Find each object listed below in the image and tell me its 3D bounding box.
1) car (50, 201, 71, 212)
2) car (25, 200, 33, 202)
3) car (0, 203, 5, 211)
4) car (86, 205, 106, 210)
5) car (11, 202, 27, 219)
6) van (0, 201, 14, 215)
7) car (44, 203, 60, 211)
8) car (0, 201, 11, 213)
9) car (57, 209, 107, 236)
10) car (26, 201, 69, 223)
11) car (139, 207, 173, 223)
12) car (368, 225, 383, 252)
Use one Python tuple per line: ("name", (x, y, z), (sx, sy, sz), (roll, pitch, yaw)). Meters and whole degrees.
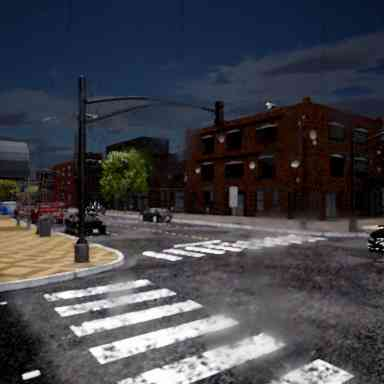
("car", (-23.206, 2.475, 58.420), (2.192, 1.841, 5.009), (-1, 0, -36))
("car", (-39.551, 2.939, 80.745), (2.192, 1.841, 5.009), (-1, 0, -36))
("car", (-36.408, 2.847, 62.270), (1.752, 1.417, 4.829), (-1, 0, -36))
("car", (-12.950, 2.419, 44.437), (2.008, 1.369, 4.403), (-1, 0, -36))
("car", (-19.743, 2.288, 39.487), (1.967, 1.590, 4.097), (-1, 0, -36))
("van", (-26.704, 2.388, 49.012), (1.690, 1.788, 3.998), (-1, 0, -36))
("car", (-26.571, 2.781, 63.021), (1.752, 1.417, 4.829), (-1, 0, -36))
("car", (-33.242, 2.547, 57.943), (2.192, 1.841, 5.009), (-1, 0, -36))
("car", (-7.189, 2.053, 22.144), (1.947, 1.339, 4.313), (-1, 0, -36))
("car", (-13.280, 1.977, 30.505), (2.192, 1.841, 5.009), (-1, 0, -36))
("car", (-3.483, 2.152, 31.706), (2.008, 1.369, 4.403), (-1, 0, -36))
("car", (9.318, 1.787, 14.010), (4.892, 1.490, 1.837), (0, 0, -35))
